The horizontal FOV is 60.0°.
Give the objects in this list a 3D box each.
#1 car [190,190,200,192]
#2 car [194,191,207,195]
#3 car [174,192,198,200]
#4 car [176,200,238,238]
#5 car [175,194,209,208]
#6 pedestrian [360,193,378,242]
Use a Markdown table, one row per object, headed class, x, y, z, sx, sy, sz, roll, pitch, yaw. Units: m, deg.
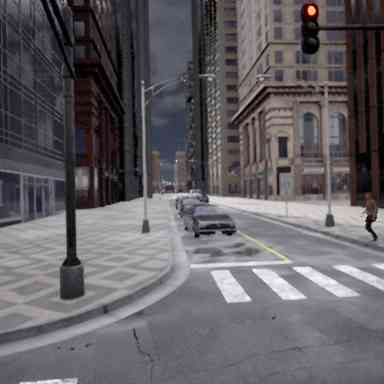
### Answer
| class | x | y | z | sx | sy | sz | roll | pitch | yaw |
| --- | --- | --- | --- | --- | --- | --- | --- | --- | --- |
| car | 0.535 | 0.626 | 58.471 | 2.150 | 2.045 | 5.566 | -1 | 1 | -5 |
| car | 1.388 | 0.986 | 48.098 | 1.837 | 1.490 | 4.892 | -1 | 1 | -5 |
| car | -0.931 | 1.128 | 37.432 | 2.128 | 1.511 | 4.902 | -1 | 1 | -5 |
| car | 0.691 | 1.355 | 16.922 | 2.033 | 1.411 | 5.357 | -1 | 1 | -10 |
| car | -0.098 | 1.224 | 27.147 | 1.837 | 1.490 | 4.892 | -1 | 1 | -5 |
| pedestrian | 6.431 | 0.868 | 11.964 | 0.375 | 1.860 | 0.375 | 0 | -1 | -5 |
